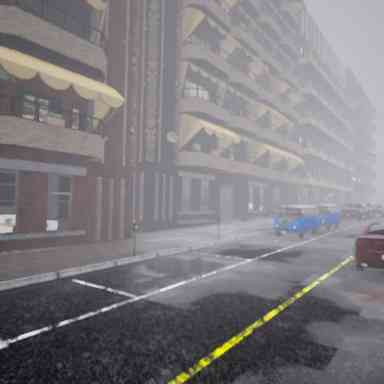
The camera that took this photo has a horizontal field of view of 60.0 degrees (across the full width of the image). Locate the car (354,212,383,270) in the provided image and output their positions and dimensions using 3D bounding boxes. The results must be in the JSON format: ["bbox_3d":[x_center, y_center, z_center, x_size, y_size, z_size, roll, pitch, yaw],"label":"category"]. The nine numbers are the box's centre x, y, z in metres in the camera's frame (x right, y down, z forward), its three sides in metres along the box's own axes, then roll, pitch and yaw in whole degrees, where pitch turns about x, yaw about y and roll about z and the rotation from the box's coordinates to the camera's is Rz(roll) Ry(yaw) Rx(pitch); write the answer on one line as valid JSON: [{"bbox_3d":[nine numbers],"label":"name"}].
[{"bbox_3d":[6.784,1.671,11.071,1.882,1.535,5.008,0,-1,36],"label":"car"}]

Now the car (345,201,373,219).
[{"bbox_3d":[15.892,1.876,32.675,2.192,1.841,5.009,2,0,36],"label":"car"}]

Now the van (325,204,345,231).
[{"bbox_3d":[9.367,1.725,23.745,1.690,1.788,3.998,2,0,36],"label":"van"}]

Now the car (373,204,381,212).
[{"bbox_3d":[19.155,1.966,37.139,2.192,1.841,5.009,2,0,36],"label":"car"}]

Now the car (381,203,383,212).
[{"bbox_3d":[22.673,2.234,37.666,2.033,1.411,5.357,0,-1,36],"label":"car"}]

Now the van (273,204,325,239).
[{"bbox_3d":[6.104,1.638,19.279,1.690,1.788,3.998,2,0,36],"label":"van"}]
